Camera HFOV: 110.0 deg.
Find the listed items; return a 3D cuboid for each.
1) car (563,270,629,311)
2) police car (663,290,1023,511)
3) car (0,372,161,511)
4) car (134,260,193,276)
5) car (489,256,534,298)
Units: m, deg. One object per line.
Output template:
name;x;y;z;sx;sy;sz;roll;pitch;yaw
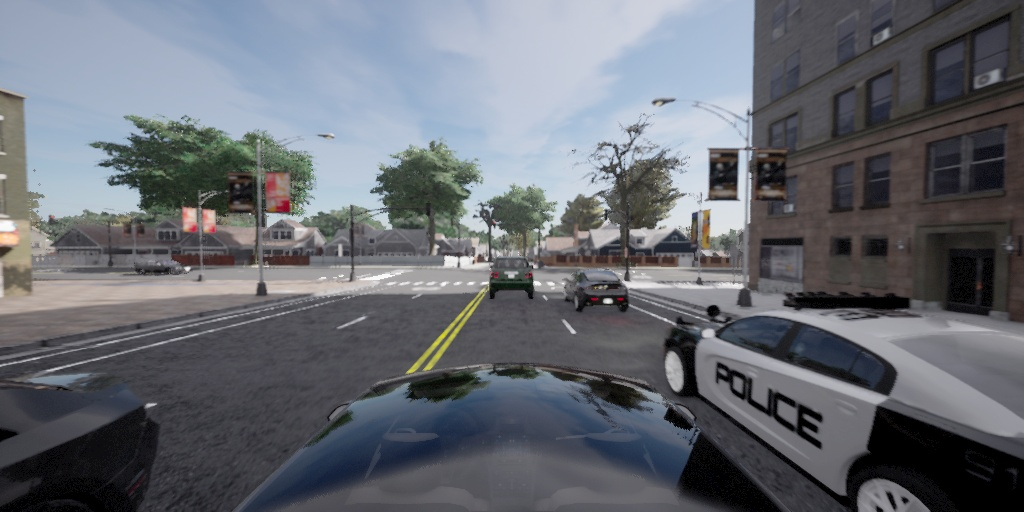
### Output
car;3.255;1.301;14.577;1.837;1.490;4.892;0;0;0
police car;3.251;1.181;3.678;1.930;1.638;5.238;0;0;0
car;-3.348;1.252;0.398;1.837;1.490;4.892;0;0;0
car;-35.228;1.152;36.286;4.902;1.511;2.128;0;2;0
car;-0.017;1.037;19.046;2.150;2.045;5.566;0;-1;0
